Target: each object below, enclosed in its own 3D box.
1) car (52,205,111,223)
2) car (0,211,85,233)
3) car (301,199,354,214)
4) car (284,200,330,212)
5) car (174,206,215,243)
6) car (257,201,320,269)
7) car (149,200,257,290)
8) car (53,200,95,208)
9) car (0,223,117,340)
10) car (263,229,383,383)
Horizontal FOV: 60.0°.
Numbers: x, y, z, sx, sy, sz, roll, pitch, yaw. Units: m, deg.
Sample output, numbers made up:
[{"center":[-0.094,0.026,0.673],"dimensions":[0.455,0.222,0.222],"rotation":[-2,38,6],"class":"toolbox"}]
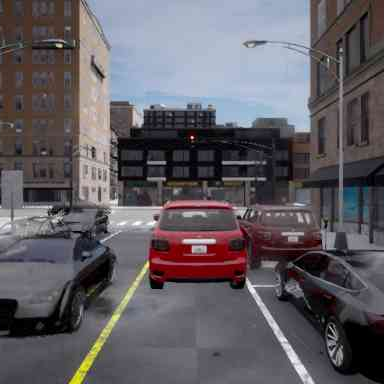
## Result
[{"center":[-5.377,1.565,16.740],"dimensions":[1.947,1.339,4.313],"rotation":[0,0,0],"class":"car"},{"center":[-5.381,1.550,11.077],"dimensions":[2.008,1.369,4.403],"rotation":[0,0,0],"class":"car"},{"center":[14.540,1.584,35.808],"dimensions":[4.892,1.490,1.837],"rotation":[0,0,1],"class":"car"},{"center":[13.427,1.674,39.061],"dimensions":[4.718,1.301,1.895],"rotation":[0,0,0],"class":"car"},{"center":[0.102,1.525,16.991],"dimensions":[1.812,1.442,4.674],"rotation":[0,0,0],"class":"car"},{"center":[2.644,1.314,11.072],"dimensions":[2.192,1.841,5.009],"rotation":[0,0,0],"class":"car"},{"center":[0.086,1.221,9.232],"dimensions":[2.150,2.045,5.566],"rotation":[0,0,-1],"class":"car"},{"center":[-9.578,1.436,29.018],"dimensions":[5.008,1.535,1.882],"rotation":[0,0,0],"class":"car"},{"center":[-2.840,1.563,6.638],"dimensions":[1.994,1.385,4.181],"rotation":[0,0,0],"class":"car"},{"center":[2.640,1.566,5.409],"dimensions":[1.947,1.339,4.313],"rotation":[0,0,0],"class":"car"}]
